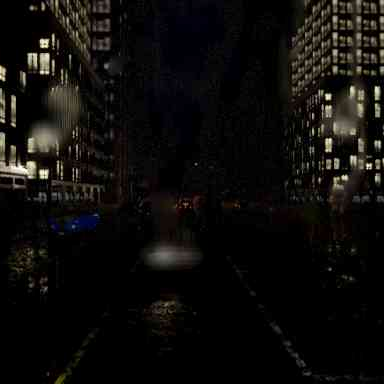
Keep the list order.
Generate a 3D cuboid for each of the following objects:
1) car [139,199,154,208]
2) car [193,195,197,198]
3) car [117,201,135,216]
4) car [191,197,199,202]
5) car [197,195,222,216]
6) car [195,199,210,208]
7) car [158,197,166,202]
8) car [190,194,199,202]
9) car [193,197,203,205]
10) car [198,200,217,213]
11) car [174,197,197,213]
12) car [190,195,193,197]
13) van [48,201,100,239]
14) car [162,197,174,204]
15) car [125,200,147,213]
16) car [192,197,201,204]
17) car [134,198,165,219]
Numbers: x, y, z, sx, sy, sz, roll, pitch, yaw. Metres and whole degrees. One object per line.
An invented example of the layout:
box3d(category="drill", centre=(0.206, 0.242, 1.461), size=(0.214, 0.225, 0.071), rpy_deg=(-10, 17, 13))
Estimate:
box3d(category="car", centre=(-6.819, 1.751, 50.640), size=(1.802, 1.307, 4.206), rpy_deg=(0, 0, -1))
box3d(category="car", centre=(1.687, 1.466, 45.296), size=(2.192, 1.841, 5.009), rpy_deg=(0, 0, -1))
box3d(category="car", centre=(-6.439, 1.681, 34.026), size=(1.947, 1.339, 4.313), rpy_deg=(0, 0, -1))
box3d(category="car", centre=(0.797, 1.841, 84.060), size=(1.947, 1.339, 4.313), rpy_deg=(0, 0, -1))
box3d(category="car", centre=(1.941, 1.430, 34.220), size=(2.192, 1.841, 5.009), rpy_deg=(0, 0, -1))
box3d(category="car", centre=(1.559, 1.735, 50.833), size=(1.947, 1.339, 4.313), rpy_deg=(0, 0, -1))
box3d(category="car", centre=(-7.581, 1.857, 83.867), size=(1.802, 1.307, 4.206), rpy_deg=(0, 0, -1))
box3d(category="car", centre=(0.672, 1.607, 89.598), size=(2.192, 1.841, 5.009), rpy_deg=(0, 0, -1))
box3d(category="car", centre=(1.178, 1.773, 67.446), size=(2.008, 1.369, 4.403), rpy_deg=(0, 0, -1))
box3d(category="car", centre=(1.813, 1.678, 39.757), size=(1.887, 1.381, 4.507), rpy_deg=(0, 0, -1))
box3d(category="car", centre=(-0.746, 1.676, 38.231), size=(2.033, 1.411, 5.357), rpy_deg=(0, 0, -1))
box3d(category="car", centre=(-0.985, 1.640, 48.552), size=(1.882, 1.535, 5.008), rpy_deg=(0, 0, -1))
box3d(category="van", centre=(-6.057, 1.401, 17.414), size=(1.690, 1.788, 3.998), rpy_deg=(0, 0, -1))
box3d(category="car", centre=(-4.591, 1.770, 70.655), size=(2.033, 1.411, 5.357), rpy_deg=(0, 0, -1))
box3d(category="car", centre=(-6.565, 1.684, 39.564), size=(2.008, 1.369, 4.403), rpy_deg=(0, 0, -1))
box3d(category="car", centre=(1.048, 1.766, 73.154), size=(1.752, 1.417, 4.829), rpy_deg=(0, 0, -1))
box3d(category="car", centre=(-3.769, 1.608, 30.468), size=(1.837, 1.490, 4.892), rpy_deg=(0, 0, -1))
